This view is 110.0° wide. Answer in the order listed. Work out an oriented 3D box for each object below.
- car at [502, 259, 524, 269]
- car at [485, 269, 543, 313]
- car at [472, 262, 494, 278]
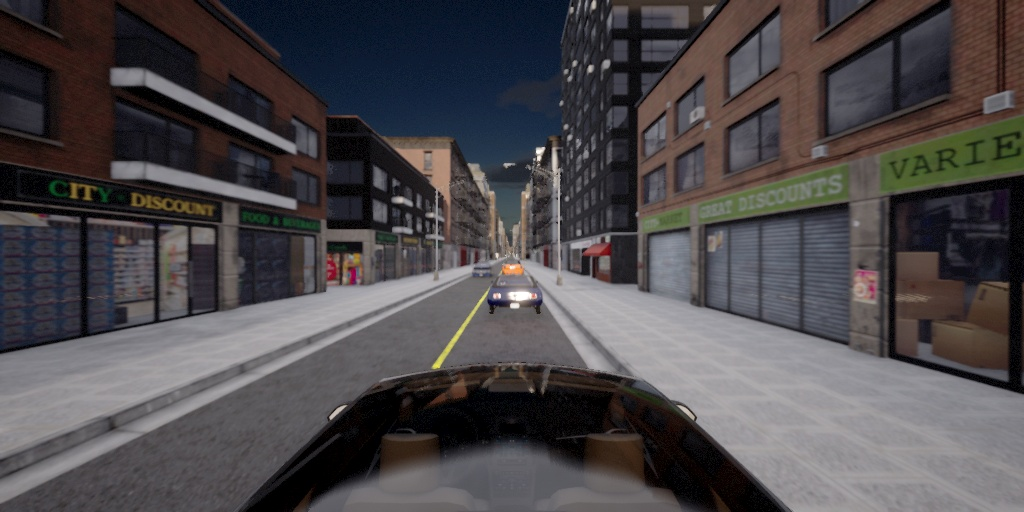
[{"bbox_3d":[0.104,1.124,36.149,2.097,1.767,4.553,0,0,0],"label":"car"},{"bbox_3d":[0.101,1.359,14.058,1.895,1.301,4.718,0,0,0],"label":"car"},{"bbox_3d":[-2.749,1.318,34.701,2.033,1.411,5.357,0,0,0],"label":"car"}]
